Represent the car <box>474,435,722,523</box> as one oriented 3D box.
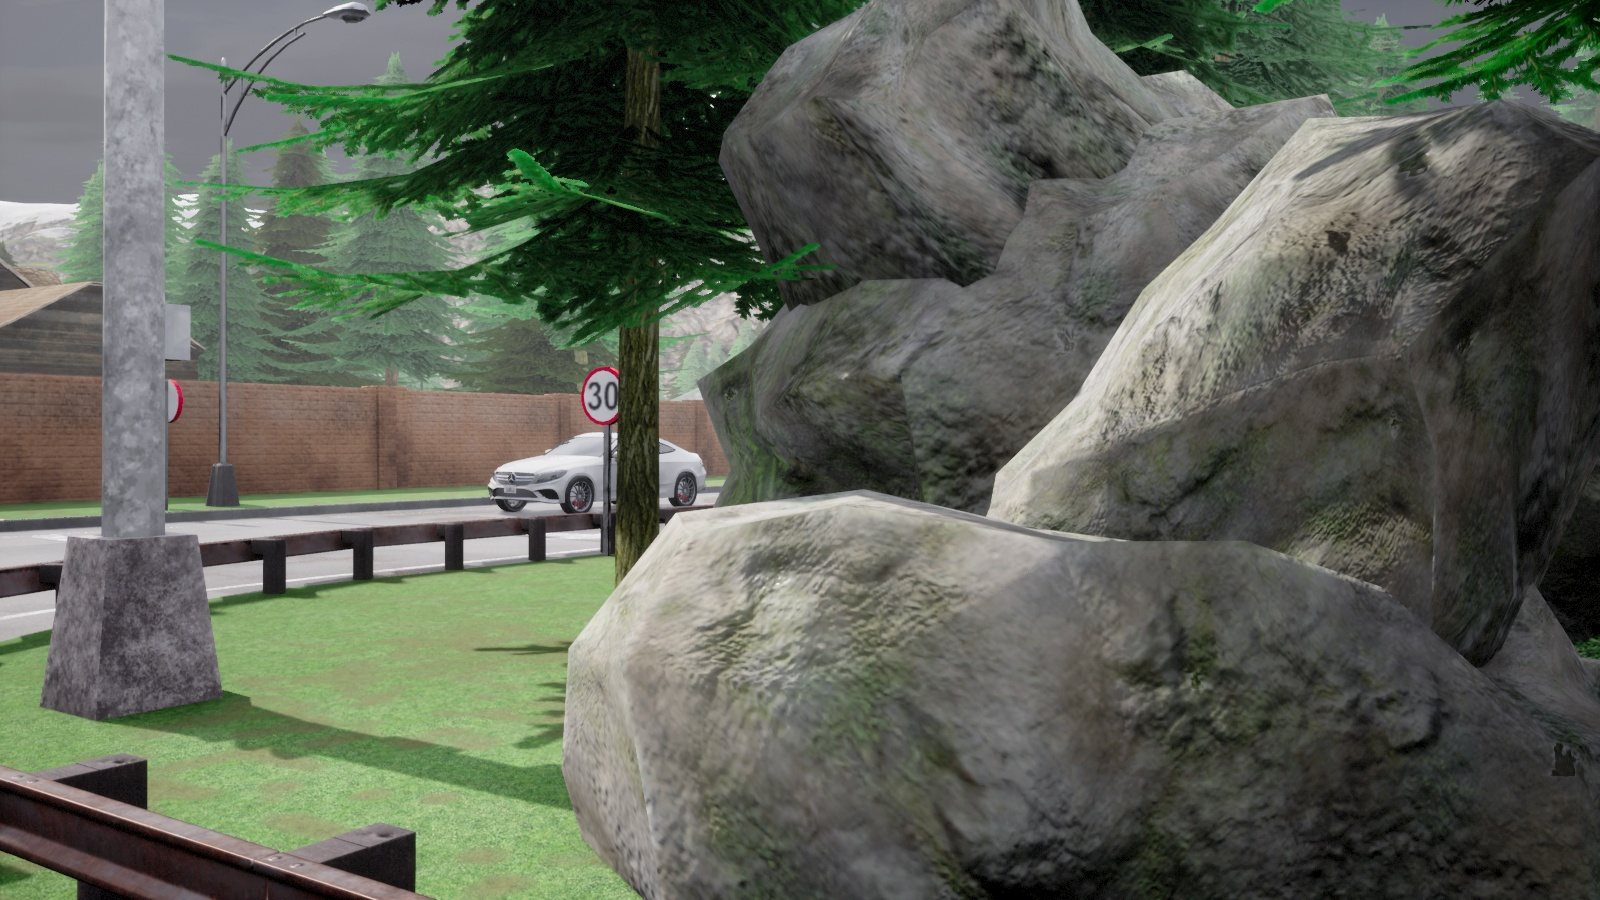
[{"bbox_3d":[-3.608,0.457,23.271,1.812,1.442,4.674,0,1,34],"label":"car"}]
